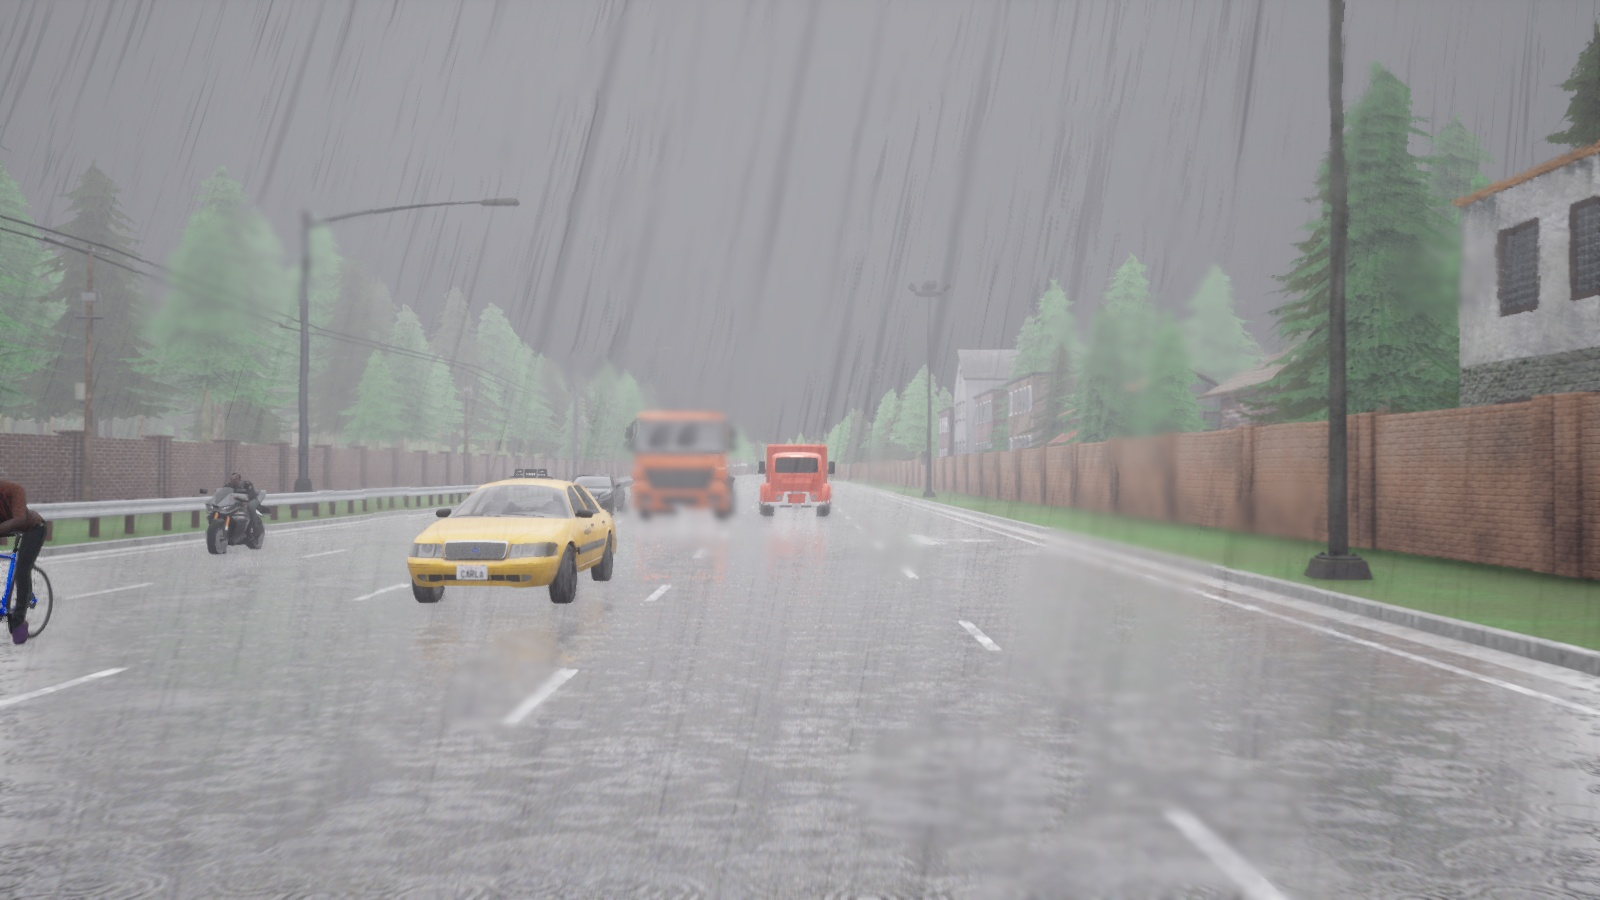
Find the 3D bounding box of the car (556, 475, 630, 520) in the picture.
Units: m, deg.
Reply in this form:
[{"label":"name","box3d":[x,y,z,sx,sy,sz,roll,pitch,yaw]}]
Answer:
[{"label":"car","box3d":[-7.108,1.599,43.616,1.812,1.442,4.674,0,-1,0]}]

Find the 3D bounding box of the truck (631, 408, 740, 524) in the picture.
[{"label":"truck","box3d":[-3.607,0.543,41.572,2.891,3.462,7.936,0,-1,0]}]

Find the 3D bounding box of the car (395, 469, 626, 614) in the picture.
[{"label":"car","box3d":[-3.541,1.043,16.430,1.801,1.575,5.366,0,-1,0]}]

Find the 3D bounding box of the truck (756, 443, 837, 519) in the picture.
[{"label":"truck","box3d":[-0.109,1.054,43.357,2.627,2.467,5.204,0,-1,0]}]

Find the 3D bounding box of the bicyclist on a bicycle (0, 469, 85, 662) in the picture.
[{"label":"bicyclist on a bicycle","box3d":[-7.028,0.980,11.005,0.582,1.620,1.656,0,-1,0]}]

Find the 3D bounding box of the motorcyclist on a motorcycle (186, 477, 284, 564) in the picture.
[{"label":"motorcyclist on a motorcycle","box3d":[-10.559,1.286,23.565,0.866,1.530,2.191,0,-1,0]}]
